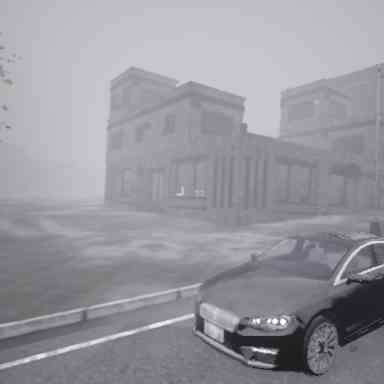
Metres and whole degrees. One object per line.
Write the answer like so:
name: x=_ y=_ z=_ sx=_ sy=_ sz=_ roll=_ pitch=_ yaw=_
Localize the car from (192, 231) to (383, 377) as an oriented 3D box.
car: x=2.265 y=1.471 z=5.607 sx=4.902 sy=1.511 sz=2.128 roll=-1 pitch=0 yaw=-36
